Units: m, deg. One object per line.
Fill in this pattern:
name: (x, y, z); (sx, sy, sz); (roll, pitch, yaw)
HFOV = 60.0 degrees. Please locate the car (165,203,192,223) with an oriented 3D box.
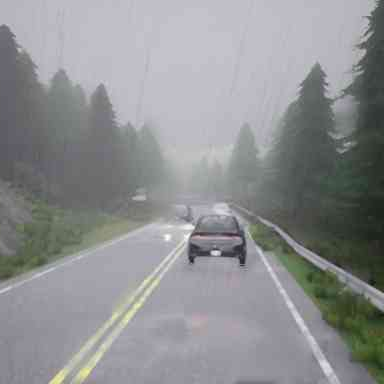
car: (-0.938, 1.652, 26.492); (1.812, 1.442, 4.674); (0, -1, 5)

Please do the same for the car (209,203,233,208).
car: (2.385, 1.668, 27.417); (1.812, 1.442, 4.674); (0, 0, 5)

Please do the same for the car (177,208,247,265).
car: (0.952, 1.564, 12.014); (2.128, 1.511, 4.902); (0, 0, 6)
